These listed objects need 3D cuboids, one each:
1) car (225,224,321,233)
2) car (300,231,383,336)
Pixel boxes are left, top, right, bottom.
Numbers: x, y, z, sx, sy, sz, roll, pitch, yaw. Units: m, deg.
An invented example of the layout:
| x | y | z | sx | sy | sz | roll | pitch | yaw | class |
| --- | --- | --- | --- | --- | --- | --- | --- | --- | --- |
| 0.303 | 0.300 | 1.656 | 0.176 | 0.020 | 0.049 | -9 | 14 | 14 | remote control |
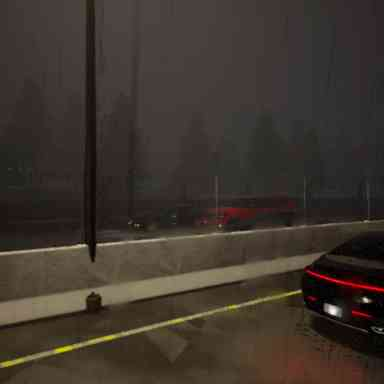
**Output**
| x | y | z | sx | sy | sz | roll | pitch | yaw | class |
| --- | --- | --- | --- | --- | --- | --- | --- | --- | --- |
| 3.454 | 1.483 | 14.006 | 4.674 | 1.442 | 1.812 | 0 | 0 | -29 | car |
| 4.146 | 1.482 | 6.140 | 4.892 | 1.490 | 1.837 | 0 | 0 | -31 | car |
